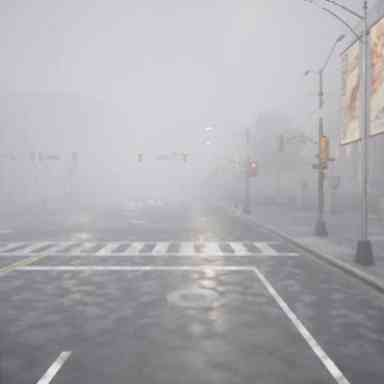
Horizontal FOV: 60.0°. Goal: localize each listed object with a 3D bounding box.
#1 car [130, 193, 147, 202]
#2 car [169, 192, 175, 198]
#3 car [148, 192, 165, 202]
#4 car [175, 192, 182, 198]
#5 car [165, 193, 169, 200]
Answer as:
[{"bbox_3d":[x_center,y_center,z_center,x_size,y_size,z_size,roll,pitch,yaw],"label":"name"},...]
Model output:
[{"bbox_3d":[-10.238,1.121,62.105,1.837,1.490,4.892,0,0,1],"label":"car"},{"bbox_3d":[-7.136,1.035,91.060,1.895,1.301,4.718,0,0,-25],"label":"car"},{"bbox_3d":[-6.734,1.136,63.222,1.812,1.442,4.674,0,0,1],"label":"car"},{"bbox_3d":[-4.469,0.780,93.530,2.097,1.767,4.553,0,0,-28],"label":"car"},{"bbox_3d":[-7.109,0.992,78.951,1.882,1.535,5.008,0,0,-7],"label":"car"}]
